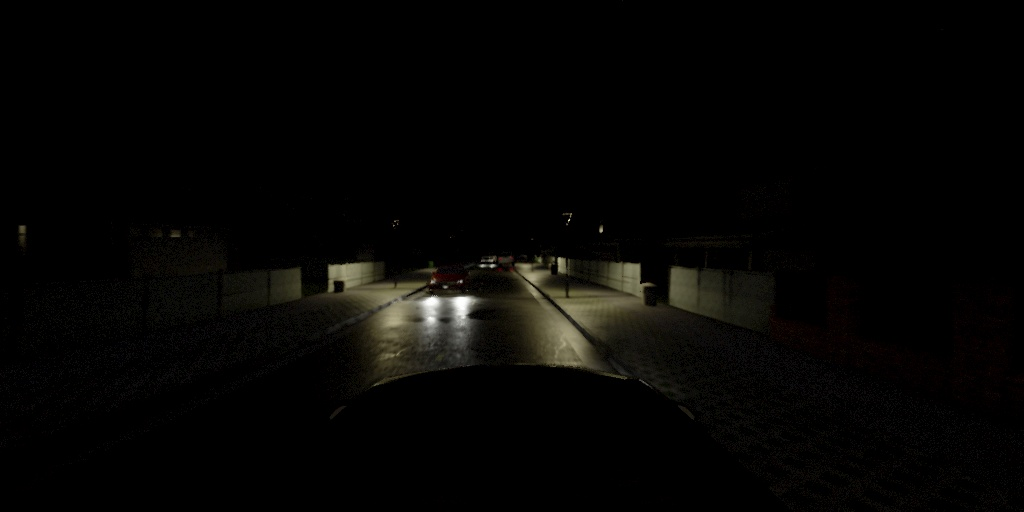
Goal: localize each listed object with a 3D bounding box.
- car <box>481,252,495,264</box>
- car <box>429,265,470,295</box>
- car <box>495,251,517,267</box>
[{"bbox_3d":[-3.933,0.340,61.434,2.150,2.045,5.566,0,1,4],"label":"car"},{"bbox_3d":[-3.296,1.206,19.575,1.812,1.442,4.674,0,0,-2],"label":"car"},{"bbox_3d":[-0.770,0.431,50.286,2.150,2.045,5.566,-5,1,1],"label":"car"}]
